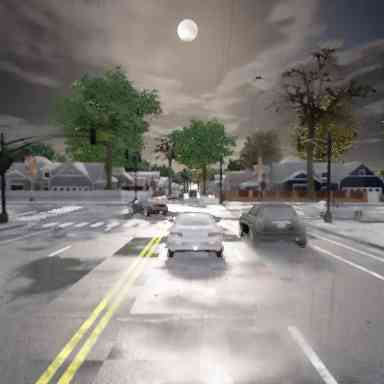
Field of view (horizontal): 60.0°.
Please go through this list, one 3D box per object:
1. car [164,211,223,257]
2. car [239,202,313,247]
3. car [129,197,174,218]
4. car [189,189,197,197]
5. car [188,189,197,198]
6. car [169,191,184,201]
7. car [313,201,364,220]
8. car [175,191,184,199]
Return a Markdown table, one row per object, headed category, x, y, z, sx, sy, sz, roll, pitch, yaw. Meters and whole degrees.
| category | x | y | z | sx | sy | sz | roll | pitch | yaw |
| --- | --- | --- | --- | --- | --- | --- | --- | --- | --- |
| car | 0.105 | 1.457 | 12.501 | 1.812 | 1.442 | 4.674 | 0 | 0 | 0 |
| car | 3.354 | 1.273 | 14.617 | 2.097 | 1.767 | 4.553 | 0 | 0 | 0 |
| car | -3.871 | 1.302 | 28.937 | 1.837 | 1.490 | 4.892 | 1 | 2 | -34 |
| car | 0.243 | 0.155 | 89.204 | 2.150 | 2.045 | 5.566 | 0 | 0 | 1 |
| car | 0.116 | 0.598 | 78.746 | 1.837 | 1.490 | 4.892 | 0 | 0 | 1 |
| car | -2.943 | 0.827 | 58.057 | 1.994 | 1.385 | 4.181 | 0 | 0 | 1 |
| car | 11.458 | 1.425 | 26.906 | 4.674 | 1.442 | 1.812 | 0 | 2 | -8 |
| car | -2.708 | 0.624 | 72.907 | 1.882 | 1.535 | 5.008 | 0 | 0 | 1 |
